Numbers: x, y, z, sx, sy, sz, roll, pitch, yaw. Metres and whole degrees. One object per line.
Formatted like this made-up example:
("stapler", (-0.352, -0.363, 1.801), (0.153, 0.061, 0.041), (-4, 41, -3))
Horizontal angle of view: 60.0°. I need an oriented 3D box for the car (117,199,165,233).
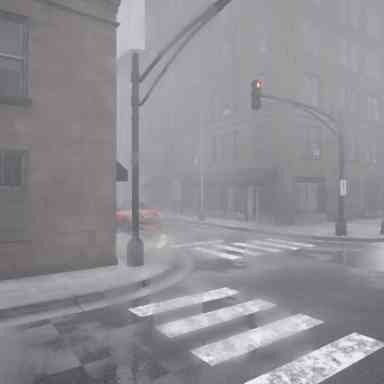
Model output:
("car", (-3.425, 1.251, 19.040), (2.097, 1.767, 4.553), (0, 0, -35))
